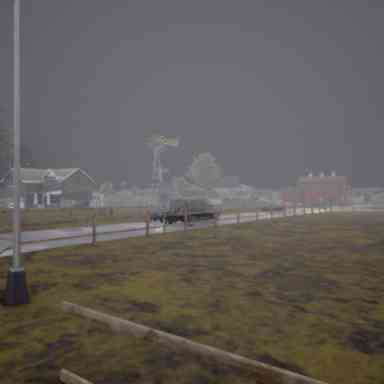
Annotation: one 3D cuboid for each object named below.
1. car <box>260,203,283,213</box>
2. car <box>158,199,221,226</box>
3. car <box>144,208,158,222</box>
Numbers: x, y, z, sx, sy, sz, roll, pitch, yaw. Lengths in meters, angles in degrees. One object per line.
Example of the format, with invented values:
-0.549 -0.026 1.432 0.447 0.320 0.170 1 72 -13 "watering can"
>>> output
11.407 2.285 47.657 1.895 1.301 4.718 0 -1 35 "car"
0.146 1.551 26.542 2.150 2.045 5.566 0 -1 35 "car"
-1.959 1.799 28.616 1.882 1.535 5.008 0 -1 35 "car"
